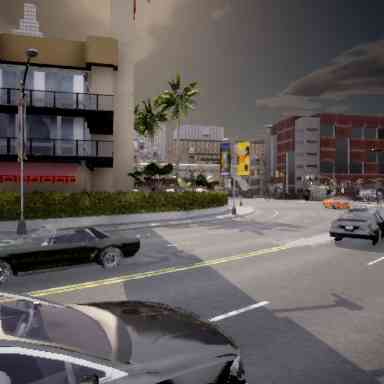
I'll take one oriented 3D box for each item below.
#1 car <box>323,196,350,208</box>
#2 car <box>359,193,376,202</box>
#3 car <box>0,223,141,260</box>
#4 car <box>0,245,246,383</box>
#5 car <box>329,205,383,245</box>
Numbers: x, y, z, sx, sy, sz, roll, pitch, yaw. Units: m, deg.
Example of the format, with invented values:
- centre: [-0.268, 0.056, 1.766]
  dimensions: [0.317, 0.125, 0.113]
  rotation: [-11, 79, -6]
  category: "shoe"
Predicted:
- centre: [18.821, 1.333, 43.633]
  dimensions: [2.097, 1.767, 4.553]
  rotation: [0, 0, 3]
  category: "car"
- centre: [36.605, 1.225, 70.992]
  dimensions: [2.185, 1.767, 4.553]
  rotation: [0, 0, -14]
  category: "car"
- centre: [-3.941, 1.592, 9.459]
  dimensions: [4.718, 1.301, 1.895]
  rotation: [0, 0, -38]
  category: "car"
- centre: [-1.734, 1.490, 2.269]
  dimensions: [4.902, 1.511, 2.128]
  rotation: [0, 0, -35]
  category: "car"
- centre: [8.161, 1.541, 15.766]
  dimensions: [2.033, 1.411, 5.357]
  rotation: [0, 0, 40]
  category: "car"
